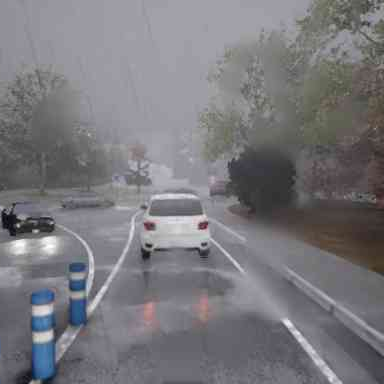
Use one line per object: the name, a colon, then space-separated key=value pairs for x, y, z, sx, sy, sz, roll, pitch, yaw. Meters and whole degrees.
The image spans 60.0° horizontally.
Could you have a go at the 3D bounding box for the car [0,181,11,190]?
car: x=-34.306 y=-1.074 z=58.058 sx=1.837 sy=1.490 sz=4.892 roll=2 pitch=3 yaw=33

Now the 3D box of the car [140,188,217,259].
car: x=-0.700 y=1.047 z=12.155 sx=2.150 sy=2.045 sz=5.566 roll=0 pitch=2 yaw=-6

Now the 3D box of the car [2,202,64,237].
car: x=-8.330 y=1.230 z=16.711 sx=2.033 sy=1.411 sz=5.357 roll=-3 pitch=4 yaw=-35

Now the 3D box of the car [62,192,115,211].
car: x=-8.430 y=0.692 z=27.097 sx=4.181 sy=1.385 sz=1.994 roll=-1 pitch=3 yaw=-18

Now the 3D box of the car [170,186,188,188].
car: x=-1.207 y=0.087 z=36.938 sx=2.128 sy=1.511 sz=4.902 roll=2 pitch=4 yaw=36

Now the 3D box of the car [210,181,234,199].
car: x=3.922 y=-0.346 z=39.877 sx=2.150 sy=2.045 sz=5.566 roll=2 pitch=3 yaw=22
